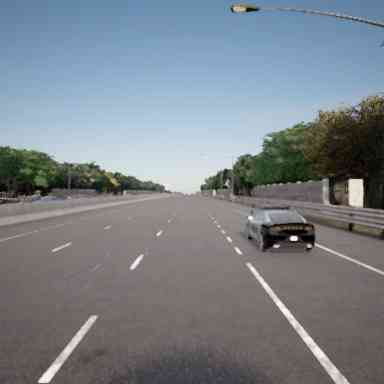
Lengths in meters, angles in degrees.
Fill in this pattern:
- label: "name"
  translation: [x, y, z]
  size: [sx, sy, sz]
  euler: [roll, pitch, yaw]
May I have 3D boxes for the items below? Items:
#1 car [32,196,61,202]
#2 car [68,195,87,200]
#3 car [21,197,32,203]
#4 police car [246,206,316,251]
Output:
- label: "car"
  translation: [-21.023, 1.410, 49.032]
  size: [1.882, 1.535, 5.008]
  euler: [0, 0, 0]
- label: "car"
  translation: [-17.510, 1.282, 50.654]
  size: [2.097, 1.767, 4.553]
  euler: [0, 0, 0]
- label: "car"
  translation: [-24.504, 1.461, 51.175]
  size: [1.837, 1.490, 4.892]
  euler: [0, 0, 0]
- label: "police car"
  translation: [3.514, 1.405, 14.074]
  size: [1.930, 1.638, 5.238]
  euler: [0, 0, 0]
